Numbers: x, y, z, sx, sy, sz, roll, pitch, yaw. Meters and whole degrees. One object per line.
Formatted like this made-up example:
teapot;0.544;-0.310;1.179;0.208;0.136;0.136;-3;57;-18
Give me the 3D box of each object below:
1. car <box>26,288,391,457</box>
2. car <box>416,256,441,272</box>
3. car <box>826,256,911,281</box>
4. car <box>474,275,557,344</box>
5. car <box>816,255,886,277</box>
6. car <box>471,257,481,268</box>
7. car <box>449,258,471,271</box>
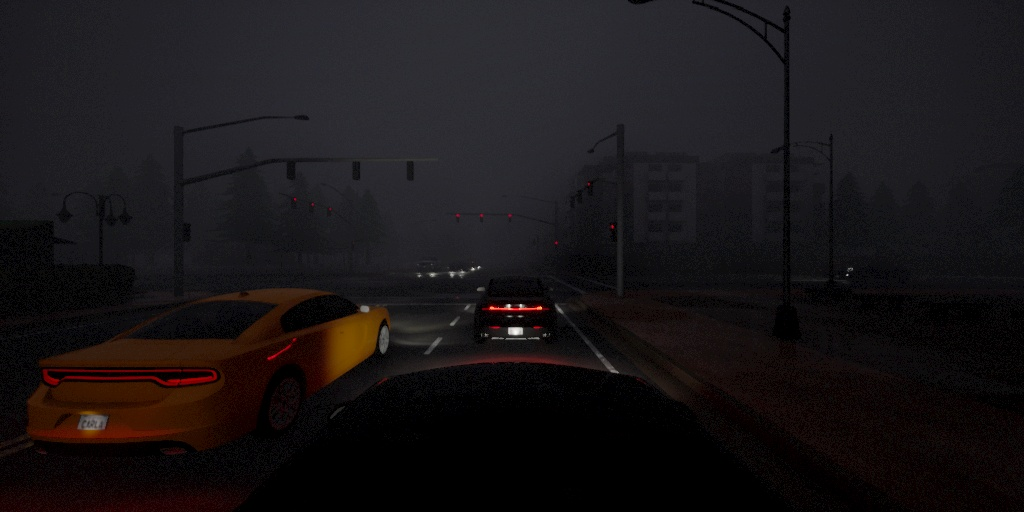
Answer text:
car;-3.446;1.227;5.446;1.882;1.535;5.008;0;0;1
car;-10.529;0.961;45.828;2.150;2.045;5.566;0;0;0
car;29.053;1.096;29.158;4.553;1.767;2.097;0;0;10
car;0.085;1.253;9.585;1.837;1.490;4.892;0;0;0
car;31.090;0.964;32.424;5.566;2.045;2.150;0;0;11
car;-6.857;1.089;58.615;2.097;1.767;4.553;0;0;3
car;-7.033;1.303;47.078;1.994;1.385;4.181;0;0;0
